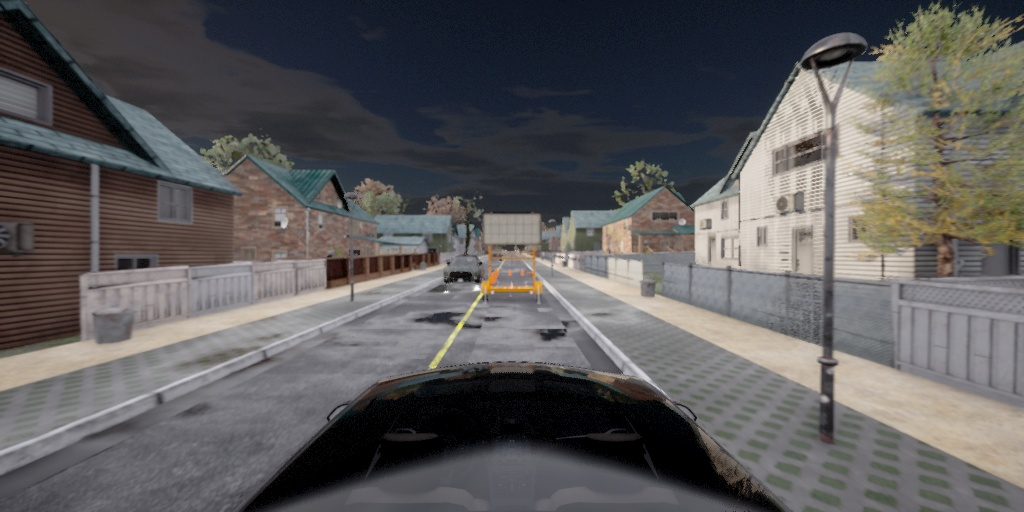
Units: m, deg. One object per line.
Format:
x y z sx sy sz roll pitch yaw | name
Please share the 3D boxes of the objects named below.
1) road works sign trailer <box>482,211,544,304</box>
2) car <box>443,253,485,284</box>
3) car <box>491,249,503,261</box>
0.000 -0.028 14.772 2.380 3.560 2.880 0 0 0 | road works sign trailer
-2.848 0.723 22.102 2.097 1.767 4.553 0 1 0 | car
-2.784 -0.182 62.732 2.150 2.045 5.566 0 1 1 | car
